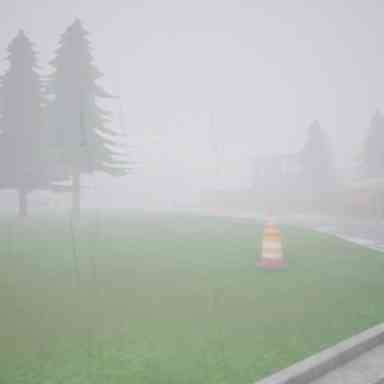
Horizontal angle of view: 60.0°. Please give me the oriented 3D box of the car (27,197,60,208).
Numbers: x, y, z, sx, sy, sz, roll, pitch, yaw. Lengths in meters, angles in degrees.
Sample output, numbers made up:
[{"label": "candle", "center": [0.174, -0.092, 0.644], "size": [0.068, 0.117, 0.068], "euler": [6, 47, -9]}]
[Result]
[{"label": "car", "center": [-21.245, 1.472, 47.037], "size": [4.902, 1.511, 2.128], "euler": [0, 0, -23]}]
